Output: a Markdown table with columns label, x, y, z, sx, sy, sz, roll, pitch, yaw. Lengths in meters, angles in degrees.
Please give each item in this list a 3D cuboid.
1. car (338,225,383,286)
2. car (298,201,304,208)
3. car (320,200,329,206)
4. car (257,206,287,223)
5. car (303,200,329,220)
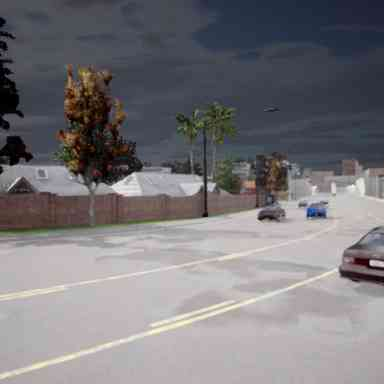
| label | x | y | z | sx | sy | sz | roll | pitch | yaw |
| --- | --- | --- | --- | --- | --- | --- | --- | --- | --- |
| car | 5.788 | 1.625 | 9.090 | 2.033 | 1.411 | 5.357 | -1 | -1 | 44 |
| car | 21.127 | 2.345 | 62.830 | 2.033 | 1.411 | 5.357 | -1 | -1 | 23 |
| car | 28.453 | 2.368 | 71.353 | 1.895 | 1.301 | 4.718 | -1 | -1 | 23 |
| car | 7.405 | 1.954 | 30.311 | 2.033 | 1.411 | 5.357 | -1 | -1 | 25 |
| car | 12.539 | 1.885 | 33.278 | 1.882 | 1.535 | 5.008 | -1 | -1 | 23 |
